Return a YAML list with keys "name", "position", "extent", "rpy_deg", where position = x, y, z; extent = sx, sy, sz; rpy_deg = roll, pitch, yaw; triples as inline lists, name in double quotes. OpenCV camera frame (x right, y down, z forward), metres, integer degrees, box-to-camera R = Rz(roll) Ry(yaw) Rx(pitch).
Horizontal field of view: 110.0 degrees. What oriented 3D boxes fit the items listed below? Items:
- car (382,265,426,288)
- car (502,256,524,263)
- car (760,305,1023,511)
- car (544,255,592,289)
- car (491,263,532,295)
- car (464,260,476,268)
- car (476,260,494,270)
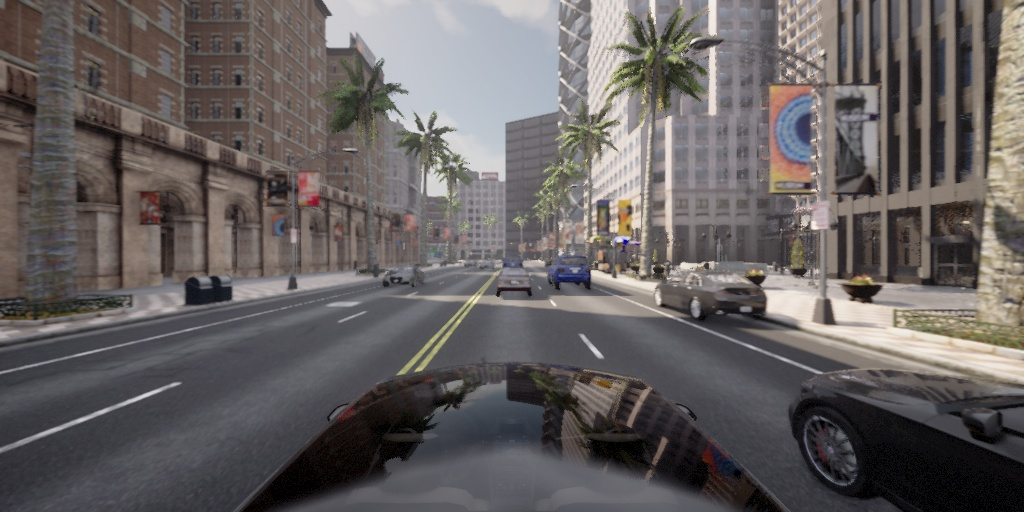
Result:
- name: "car"
  position: [-7.095, 1.322, 23.921]
  extent: [1.994, 1.385, 4.181]
  rpy_deg: [0, 0, 0]
- name: "car"
  position: [0.097, 0.982, 38.318]
  extent: [2.150, 2.045, 5.566]
  rpy_deg: [0, 0, 0]
- name: "car"
  position: [3.584, 1.275, 1.507]
  extent: [1.812, 1.442, 4.674]
  rpy_deg: [0, 0, 0]
- name: "car"
  position: [3.599, 0.977, 23.084]
  extent: [2.150, 2.045, 5.566]
  rpy_deg: [0, 0, 0]
- name: "car"
  position: [0.099, 1.302, 19.583]
  extent: [2.033, 1.411, 5.357]
  rpy_deg: [0, 0, 0]
- name: "car"
  position: [-6.861, 1.331, 60.623]
  extent: [1.994, 1.385, 4.181]
  rpy_deg: [0, 0, 1]
- name: "car"
  position: [-3.508, 1.328, 51.371]
  extent: [1.994, 1.385, 4.181]
  rpy_deg: [0, 0, 1]
